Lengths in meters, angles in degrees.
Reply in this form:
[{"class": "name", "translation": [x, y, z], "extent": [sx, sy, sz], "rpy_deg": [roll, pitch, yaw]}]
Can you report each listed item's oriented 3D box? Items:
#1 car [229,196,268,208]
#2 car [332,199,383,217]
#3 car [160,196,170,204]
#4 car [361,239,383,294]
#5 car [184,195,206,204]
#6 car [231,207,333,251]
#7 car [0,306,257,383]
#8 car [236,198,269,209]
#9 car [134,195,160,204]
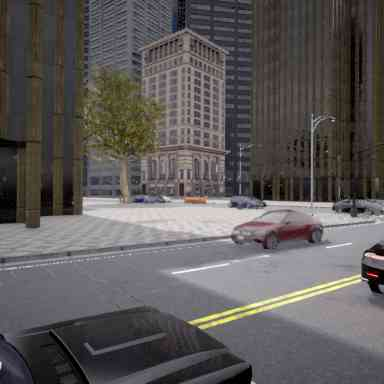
[{"class": "car", "translation": [6.879, 1.306, 42.628], "extent": [2.097, 1.767, 4.553], "rpy_deg": [1, -1, -40]}, {"class": "car", "translation": [15.515, 1.439, 31.015], "extent": [2.128, 1.511, 4.902], "rpy_deg": [1, 0, -32]}, {"class": "car", "translation": [-6.904, 1.489, 63.240], "extent": [1.837, 1.490, 4.892], "rpy_deg": [1, -1, -43]}, {"class": "car", "translation": [5.774, 1.492, 7.556], "extent": [4.902, 1.511, 2.128], "rpy_deg": [0, 0, -35]}, {"class": "car", "translation": [0.541, 1.398, 64.915], "extent": [2.097, 1.767, 4.553], "rpy_deg": [1, -1, -43]}, {"class": "car", "translation": [3.804, 1.526, 14.331], "extent": [4.674, 1.442, 1.812], "rpy_deg": [0, 0, -35]}, {"class": "car", "translation": [-1.747, 1.601, 2.195], "extent": [4.718, 1.301, 1.895], "rpy_deg": [0, 0, -36]}, {"class": "car", "translation": [8.328, 1.549, 45.968], "extent": [1.994, 1.385, 4.181], "rpy_deg": [1, 0, -40]}, {"class": "car", "translation": [-8.457, 1.300, 60.127], "extent": [2.097, 1.767, 4.553], "rpy_deg": [1, 0, -43]}]
